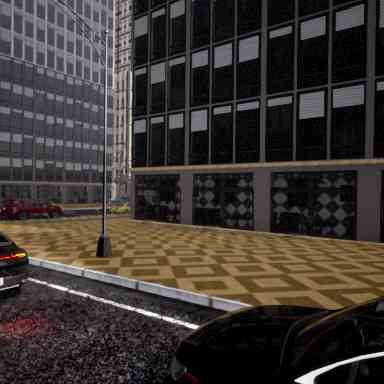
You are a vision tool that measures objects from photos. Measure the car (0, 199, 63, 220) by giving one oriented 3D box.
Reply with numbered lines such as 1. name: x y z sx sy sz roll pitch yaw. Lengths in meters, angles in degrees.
1. car: -14.164 1.519 29.664 2.192 1.841 5.009 1 0 37

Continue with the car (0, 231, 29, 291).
1. car: -5.731 1.500 7.801 4.892 1.490 1.837 0 0 36

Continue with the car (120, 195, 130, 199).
1. car: -8.851 1.480 46.486 2.150 2.045 5.566 1 0 37

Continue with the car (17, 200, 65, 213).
1. car: -17.628 1.643 39.051 1.752 1.417 4.829 1 0 37

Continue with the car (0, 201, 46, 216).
1. car: -17.685 1.692 34.617 1.994 1.385 4.181 1 0 37

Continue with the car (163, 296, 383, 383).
1. car: 1.986 1.505 2.258 4.892 1.490 1.837 0 0 36

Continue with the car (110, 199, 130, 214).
1. car: -7.334 1.830 38.852 1.752 1.417 4.829 1 0 37
